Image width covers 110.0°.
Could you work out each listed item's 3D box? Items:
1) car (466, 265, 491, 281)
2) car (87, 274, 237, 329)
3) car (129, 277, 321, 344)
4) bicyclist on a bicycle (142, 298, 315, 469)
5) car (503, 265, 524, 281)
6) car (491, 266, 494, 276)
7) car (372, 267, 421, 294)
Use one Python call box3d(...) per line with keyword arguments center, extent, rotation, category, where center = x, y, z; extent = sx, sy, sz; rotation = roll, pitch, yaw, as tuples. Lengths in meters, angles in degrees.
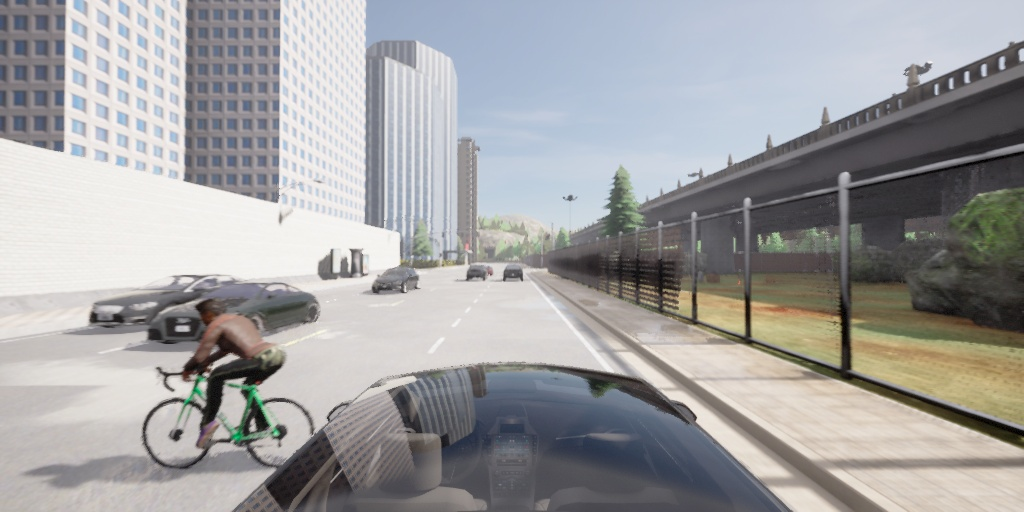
box3d(center=(-3.392, 1.615, 35.185), extent=(1.837, 1.490, 4.892), rotation=(0, 0, 0), category="car")
box3d(center=(-10.571, 1.348, 11.785), extent=(2.128, 1.511, 4.902), rotation=(0, -1, 0), category="car")
box3d(center=(-7.091, 1.400, 9.714), extent=(1.994, 1.385, 4.181), rotation=(0, -1, 0), category="car")
box3d(center=(-2.690, 1.221, 3.401), extent=(1.656, 1.620, 0.582), rotation=(-1, -1, 0), category="bicyclist on a bicycle")
box3d(center=(0.107, 1.586, 35.079), extent=(1.882, 1.535, 5.008), rotation=(0, 0, 0), category="car")
box3d(center=(-3.404, 1.777, 44.863), extent=(1.994, 1.385, 4.181), rotation=(0, -1, 0), category="car")
box3d(center=(-7.064, 1.476, 22.295), extent=(1.837, 1.490, 4.892), rotation=(0, -1, 0), category="car")
